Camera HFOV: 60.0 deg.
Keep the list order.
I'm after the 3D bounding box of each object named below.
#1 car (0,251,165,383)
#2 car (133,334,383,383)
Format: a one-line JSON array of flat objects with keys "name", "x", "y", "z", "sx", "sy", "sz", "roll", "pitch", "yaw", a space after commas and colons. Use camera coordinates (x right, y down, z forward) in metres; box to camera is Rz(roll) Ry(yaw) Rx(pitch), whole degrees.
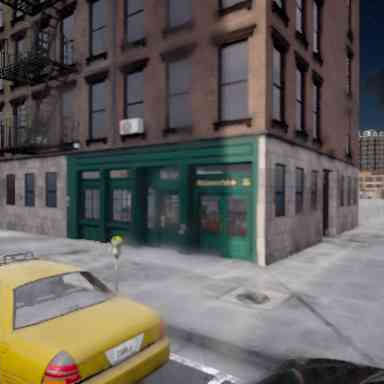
[{"name": "car", "x": -2.540, "y": 1.507, "z": 4.618, "sx": 4.829, "sy": 1.417, "sz": 1.752, "roll": 0, "pitch": 0, "yaw": 35}, {"name": "car", "x": 2.007, "y": 1.570, "z": 1.379, "sx": 4.313, "sy": 1.339, "sz": 1.947, "roll": 0, "pitch": 0, "yaw": 35}]
